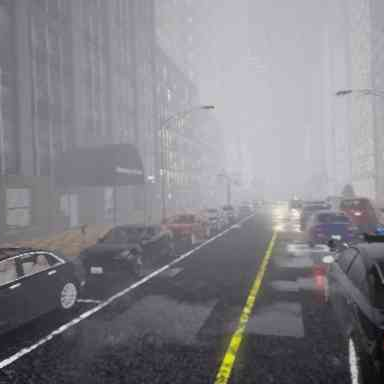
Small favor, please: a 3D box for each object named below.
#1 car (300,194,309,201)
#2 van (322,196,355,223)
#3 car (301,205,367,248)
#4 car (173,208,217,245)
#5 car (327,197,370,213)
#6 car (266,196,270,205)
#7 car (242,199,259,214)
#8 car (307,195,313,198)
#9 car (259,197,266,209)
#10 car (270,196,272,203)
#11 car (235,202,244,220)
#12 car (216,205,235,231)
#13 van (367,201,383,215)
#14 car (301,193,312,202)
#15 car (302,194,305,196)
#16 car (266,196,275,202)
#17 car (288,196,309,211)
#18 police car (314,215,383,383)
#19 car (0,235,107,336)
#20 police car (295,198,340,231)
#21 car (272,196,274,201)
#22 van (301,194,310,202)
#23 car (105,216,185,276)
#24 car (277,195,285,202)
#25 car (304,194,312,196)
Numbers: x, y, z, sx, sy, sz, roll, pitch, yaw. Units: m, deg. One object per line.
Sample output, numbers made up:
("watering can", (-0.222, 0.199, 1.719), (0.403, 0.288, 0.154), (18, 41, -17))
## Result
("car", (28.701, 1.401, 84.966), (1.967, 1.590, 4.097), (-3, -1, 17))
("van", (10.913, 1.254, 25.029), (1.690, 1.788, 3.998), (-3, -1, 17))
("car", (5.884, 1.488, 14.312), (1.812, 1.442, 4.674), (-2, -1, 17))
("car", (-0.342, 1.726, 16.511), (1.887, 1.381, 4.507), (-3, -1, 17))
("car", (9.295, 1.224, 19.581), (2.192, 1.841, 5.009), (-3, -1, 17))
("car", (12.593, 1.800, 60.101), (1.802, 1.307, 4.206), (-3, -1, 17))
("car", (6.125, 1.751, 38.307), (2.008, 1.369, 4.403), (-3, -1, 17))
("car", (17.389, 1.482, 46.821), (2.008, 1.369, 4.403), (-3, -1, 17))
("car", (9.358, 1.760, 49.204), (2.008, 1.369, 4.403), (-3, -1, 17))
("car", (14.204, 1.662, 65.552), (1.967, 1.590, 4.097), (-3, -1, 17))
("car", (2.893, 1.772, 27.408), (1.802, 1.307, 4.206), (-3, -1, 17))
("car", (1.275, 1.737, 21.960), (2.008, 1.369, 4.403), (-3, -1, 17))
("van", (6.063, 1.240, 8.682), (1.690, 1.788, 3.998), (-3, -1, 17))
("car", (25.462, 1.268, 74.070), (2.192, 1.841, 5.009), (-3, -1, 17))
("car", (16.685, 1.517, 53.885), (2.128, 1.511, 4.902), (-2, -1, 17))
("car", (20.675, 1.804, 87.346), (1.947, 1.339, 4.313), (-3, -1, 17))
("car", (12.873, 1.562, 40.979), (2.033, 1.411, 5.357), (-2, -1, 17))
("police car", (3.067, 1.379, 4.832), (1.930, 1.638, 5.238), (-2, -1, 17))
("car", (-3.575, 1.722, 5.613), (2.008, 1.369, 4.403), (-3, -1, 17))
("police car", (7.498, 1.396, 20.232), (1.930, 1.638, 5.238), (-2, -1, 18))
("car", (17.393, 1.756, 76.286), (1.752, 1.417, 4.829), (-3, -1, 17))
("van", (27.080, 1.298, 79.518), (1.690, 1.788, 3.998), (-3, -1, 17))
("car", (-1.958, 1.742, 11.062), (1.947, 1.339, 4.313), (-3, -1, 17))
("car", (22.805, 1.641, 85.054), (2.128, 1.511, 4.902), (-2, -1, 17))
("car", (23.845, 1.264, 68.621), (2.192, 1.841, 5.009), (-3, -1, 17))
